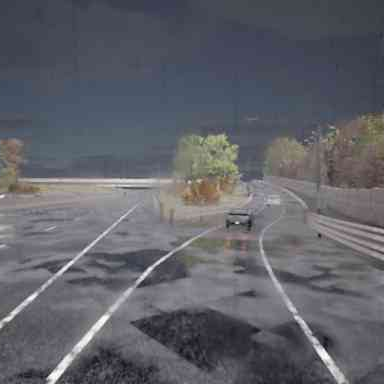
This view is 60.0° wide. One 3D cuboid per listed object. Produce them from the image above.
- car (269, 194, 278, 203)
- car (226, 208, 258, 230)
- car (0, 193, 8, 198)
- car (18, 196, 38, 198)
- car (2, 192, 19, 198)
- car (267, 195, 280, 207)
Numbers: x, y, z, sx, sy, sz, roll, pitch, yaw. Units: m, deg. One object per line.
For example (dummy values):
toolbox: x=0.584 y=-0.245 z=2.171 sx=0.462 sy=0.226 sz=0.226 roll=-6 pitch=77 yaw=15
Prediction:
car: x=17.314 y=1.313 z=70.798 sx=1.812 sy=1.442 sz=4.674 roll=1 pitch=4 yaw=12
car: x=3.794 y=1.957 z=24.975 sx=2.128 sy=1.511 sz=4.902 roll=0 pitch=-1 yaw=17
car: x=-27.299 y=1.302 z=44.756 sx=2.128 sy=1.511 sz=4.902 roll=0 pitch=0 yaw=-6
car: x=-29.151 y=1.348 z=60.788 sx=2.033 sy=1.411 sz=5.357 roll=0 pitch=0 yaw=-7
car: x=-32.702 y=1.308 z=61.011 sx=2.128 sy=1.511 sz=4.902 roll=0 pitch=0 yaw=-7
car: x=14.873 y=1.615 z=60.624 sx=2.150 sy=2.045 sz=5.566 roll=1 pitch=2 yaw=14
